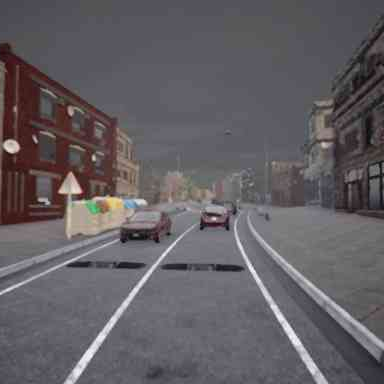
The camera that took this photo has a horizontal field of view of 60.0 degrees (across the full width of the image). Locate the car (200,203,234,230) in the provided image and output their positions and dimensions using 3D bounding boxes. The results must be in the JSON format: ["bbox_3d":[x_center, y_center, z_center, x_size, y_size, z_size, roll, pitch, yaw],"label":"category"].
[{"bbox_3d":[1.683,1.755,23.324,2.163,1.488,4.792,0,-1,7],"label":"car"}]

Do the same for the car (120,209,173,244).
[{"bbox_3d":[-2.204,1.653,17.070,1.882,1.535,5.008,0,-1,6],"label":"car"}]

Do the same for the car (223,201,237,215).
[{"bbox_3d":[4.536,1.907,41.063,2.033,1.649,4.856,0,-1,10],"label":"car"}]
